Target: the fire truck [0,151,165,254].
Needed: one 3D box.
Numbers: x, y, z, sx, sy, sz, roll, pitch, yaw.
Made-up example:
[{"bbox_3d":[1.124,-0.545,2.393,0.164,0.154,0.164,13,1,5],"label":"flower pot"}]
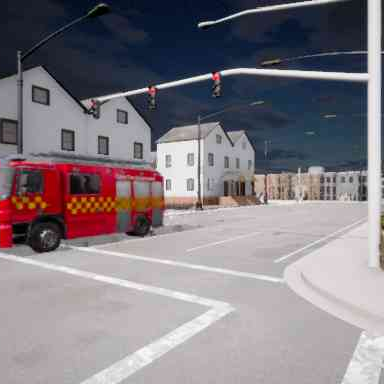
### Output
[{"bbox_3d":[-4.934,0.339,15.041,2.891,3.827,8.468,0,0,35],"label":"fire truck"}]
